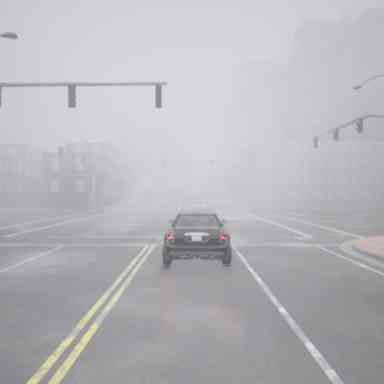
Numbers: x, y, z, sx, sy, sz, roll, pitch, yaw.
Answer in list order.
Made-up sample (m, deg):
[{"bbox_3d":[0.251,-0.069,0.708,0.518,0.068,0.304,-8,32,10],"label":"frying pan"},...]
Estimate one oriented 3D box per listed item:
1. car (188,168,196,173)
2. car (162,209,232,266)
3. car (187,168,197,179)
[{"bbox_3d":[0.001,-5.847,90.299,1.994,1.385,4.181,0,5,0],"label":"car"},{"bbox_3d":[0.202,1.383,11.881,2.097,1.767,4.553,0,0,2],"label":"car"},{"bbox_3d":[0.001,-4.368,80.270,2.097,1.767,4.553,0,12,0],"label":"car"}]
